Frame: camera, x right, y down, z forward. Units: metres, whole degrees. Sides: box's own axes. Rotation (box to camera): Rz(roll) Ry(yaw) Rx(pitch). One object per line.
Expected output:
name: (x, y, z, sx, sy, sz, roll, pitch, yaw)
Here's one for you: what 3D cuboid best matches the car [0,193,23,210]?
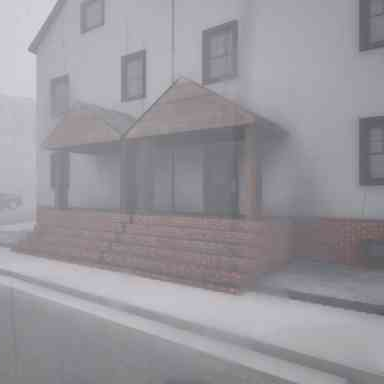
car: (-16.187, 0.891, 26.550, 1.837, 1.490, 4.892, 0, 7, 35)
